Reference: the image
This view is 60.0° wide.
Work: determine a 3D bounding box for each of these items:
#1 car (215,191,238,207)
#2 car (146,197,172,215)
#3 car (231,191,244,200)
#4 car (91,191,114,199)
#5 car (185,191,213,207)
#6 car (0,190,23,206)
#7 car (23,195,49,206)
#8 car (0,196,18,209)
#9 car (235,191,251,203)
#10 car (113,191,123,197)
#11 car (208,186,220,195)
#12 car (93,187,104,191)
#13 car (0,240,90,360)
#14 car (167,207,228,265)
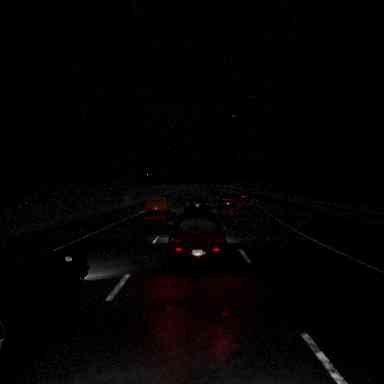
[{"bbox_3d":[4.251,1.030,41.135,1.837,1.490,4.892,0,1,2],"label":"car"},{"bbox_3d":[-2.961,1.191,30.497,1.882,1.535,5.008,0,1,1],"label":"car"},{"bbox_3d":[8.379,0.591,61.200,1.812,1.442,4.674,0,2,2],"label":"car"},{"bbox_3d":[-13.129,0.970,47.801,1.994,1.385,4.181,0,1,2],"label":"car"},{"bbox_3d":[0.498,1.088,28.863,2.097,1.767,4.553,0,1,1],"label":"car"},{"bbox_3d":[-23.166,0.787,40.250,2.150,2.045,5.566,0,1,-1],"label":"car"},{"bbox_3d":[-20.211,1.079,42.799,1.994,1.385,4.181,0,1,2],"label":"car"},{"bbox_3d":[-17.216,1.316,28.359,1.994,1.385,4.181,0,1,1],"label":"car"},{"bbox_3d":[7.935,0.819,51.151,1.837,1.490,4.892,0,1,3],"label":"car"},{"bbox_3d":[-15.867,0.395,69.743,2.033,1.411,5.357,0,2,2],"label":"car"},{"bbox_3d":[5.301,0.050,74.768,2.097,1.767,4.553,0,2,2],"label":"car"},{"bbox_3d":[-22.533,-0.322,80.526,1.837,1.490,4.892,0,2,2],"label":"car"},{"bbox_3d":[-3.374,1.536,5.529,2.033,1.411,5.357,0,0,0],"label":"car"},{"bbox_3d":[0.180,1.480,11.452,1.812,1.442,4.674,0,0,1],"label":"car"}]
